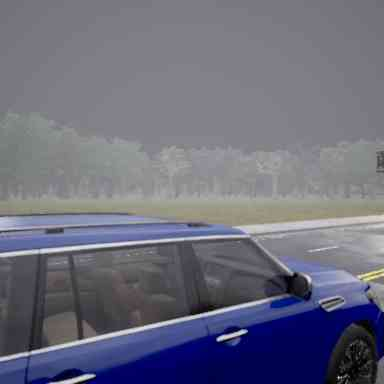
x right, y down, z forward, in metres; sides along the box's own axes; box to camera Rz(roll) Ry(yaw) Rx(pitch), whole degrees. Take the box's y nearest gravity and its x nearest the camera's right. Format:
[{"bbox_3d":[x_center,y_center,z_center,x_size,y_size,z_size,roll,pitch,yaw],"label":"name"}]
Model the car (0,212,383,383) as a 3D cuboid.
[{"bbox_3d":[-0.403,1.225,3.151,5.566,2.045,2.150,0,0,-36],"label":"car"}]
